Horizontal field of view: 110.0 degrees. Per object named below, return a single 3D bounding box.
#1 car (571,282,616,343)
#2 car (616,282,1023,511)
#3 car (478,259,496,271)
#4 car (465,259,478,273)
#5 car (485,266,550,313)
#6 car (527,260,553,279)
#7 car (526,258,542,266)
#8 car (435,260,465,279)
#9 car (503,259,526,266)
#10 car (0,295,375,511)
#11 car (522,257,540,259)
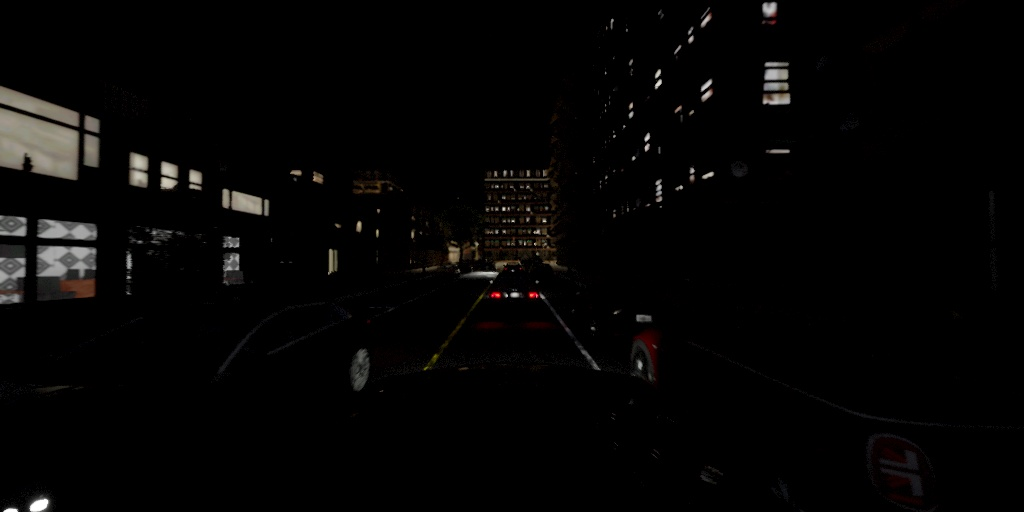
[{"bbox_3d":[2.691,1.310,9.413,1.948,1.339,4.313,0,0,0],"label":"car"},{"bbox_3d":[2.691,1.188,3.726,1.967,1.591,4.097,0,0,0],"label":"car"},{"bbox_3d":[-3.079,1.215,46.777,2.128,1.511,4.902,0,0,0],"label":"car"},{"bbox_3d":[-5.658,1.164,43.473,1.967,1.591,4.097,0,0,0],"label":"car"},{"bbox_3d":[0.096,1.288,13.872,2.033,1.411,5.357,0,0,0],"label":"car"},{"bbox_3d":[2.690,1.280,32.159,2.007,1.370,4.403,0,0,0],"label":"car"},{"bbox_3d":[2.690,1.252,38.015,1.751,1.417,4.829,0,0,0],"label":"car"},{"bbox_3d":[-5.658,1.256,31.930,1.751,1.417,4.829,0,0,0],"label":"car"},{"bbox_3d":[0.099,1.291,35.160,1.994,1.385,4.181,0,0,0],"label":"car"},{"bbox_3d":[-3.100,1.240,3.818,2.128,1.511,4.902,0,0,0],"label":"car"},{"bbox_3d":[2.689,1.039,43.533,2.192,1.841,5.009,0,0,0],"label":"car"}]
